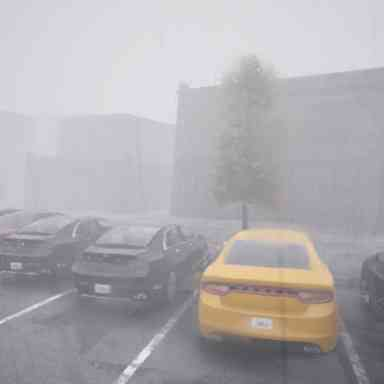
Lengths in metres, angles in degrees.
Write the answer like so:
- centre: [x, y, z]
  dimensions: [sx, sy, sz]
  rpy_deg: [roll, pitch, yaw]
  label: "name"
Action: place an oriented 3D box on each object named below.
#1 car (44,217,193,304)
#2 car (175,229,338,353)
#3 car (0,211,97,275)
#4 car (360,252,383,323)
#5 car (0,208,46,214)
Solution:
- centre: [-0.894, 1.431, 8.077]
  dimensions: [2.231, 1.521, 4.892]
  rpy_deg: [0, 0, 16]
  label: "car"
- centre: [1.500, 1.452, 6.375]
  dimensions: [2.097, 1.535, 5.008]
  rpy_deg: [0, 0, 16]
  label: "car"
- centre: [-3.282, 1.410, 9.779]
  dimensions: [2.231, 1.521, 4.892]
  rpy_deg: [0, 0, 15]
  label: "car"
- centre: [3.882, 1.350, 4.648]
  dimensions: [2.185, 1.767, 4.553]
  rpy_deg: [1, 0, 16]
  label: "car"
- centre: [-5.667, 1.388, 11.488]
  dimensions: [2.097, 1.535, 5.008]
  rpy_deg: [1, 0, 15]
  label: "car"
